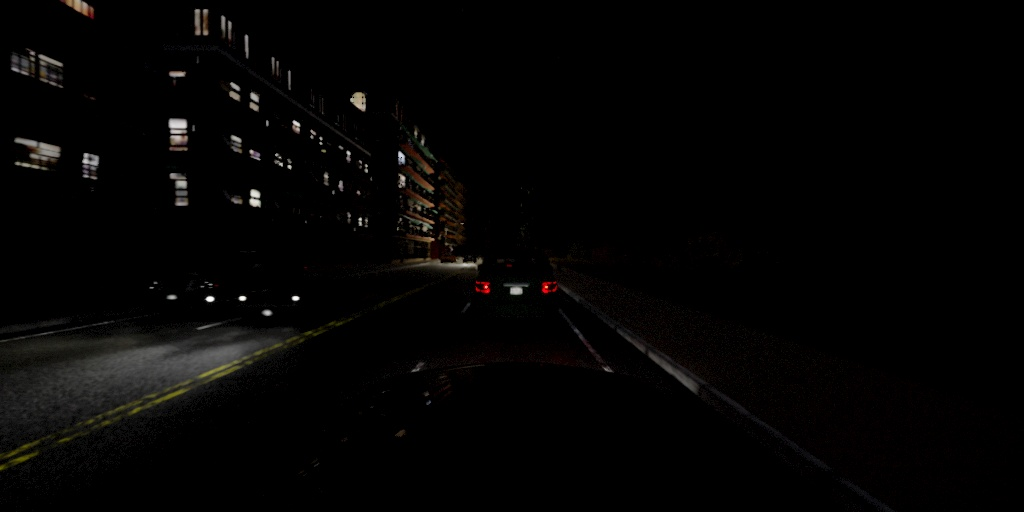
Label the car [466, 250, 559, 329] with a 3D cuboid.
[{"bbox_3d":[0.100,0.835,10.860,2.150,2.045,5.566,0,1,0],"label":"car"}]

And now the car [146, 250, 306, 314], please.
[{"bbox_3d":[-9.849,0.797,13.138,2.150,2.045,5.566,0,1,0],"label":"car"}]

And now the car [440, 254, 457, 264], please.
[{"bbox_3d":[-9.813,0.403,55.457,1.882,1.535,5.008,0,1,0],"label":"car"}]

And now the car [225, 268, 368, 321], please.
[{"bbox_3d":[-6.598,1.196,11.884,1.895,1.301,4.718,0,1,0],"label":"car"}]

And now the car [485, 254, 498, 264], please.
[{"bbox_3d":[-3.234,0.410,56.869,1.837,1.490,4.892,0,1,0],"label":"car"}]

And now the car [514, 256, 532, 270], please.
[{"bbox_3d":[1.138,0.711,38.680,1.812,1.442,4.674,0,1,0],"label":"car"}]

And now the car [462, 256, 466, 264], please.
[{"bbox_3d":[-6.546,0.408,56.003,2.128,1.511,4.902,0,1,1],"label":"car"}]
